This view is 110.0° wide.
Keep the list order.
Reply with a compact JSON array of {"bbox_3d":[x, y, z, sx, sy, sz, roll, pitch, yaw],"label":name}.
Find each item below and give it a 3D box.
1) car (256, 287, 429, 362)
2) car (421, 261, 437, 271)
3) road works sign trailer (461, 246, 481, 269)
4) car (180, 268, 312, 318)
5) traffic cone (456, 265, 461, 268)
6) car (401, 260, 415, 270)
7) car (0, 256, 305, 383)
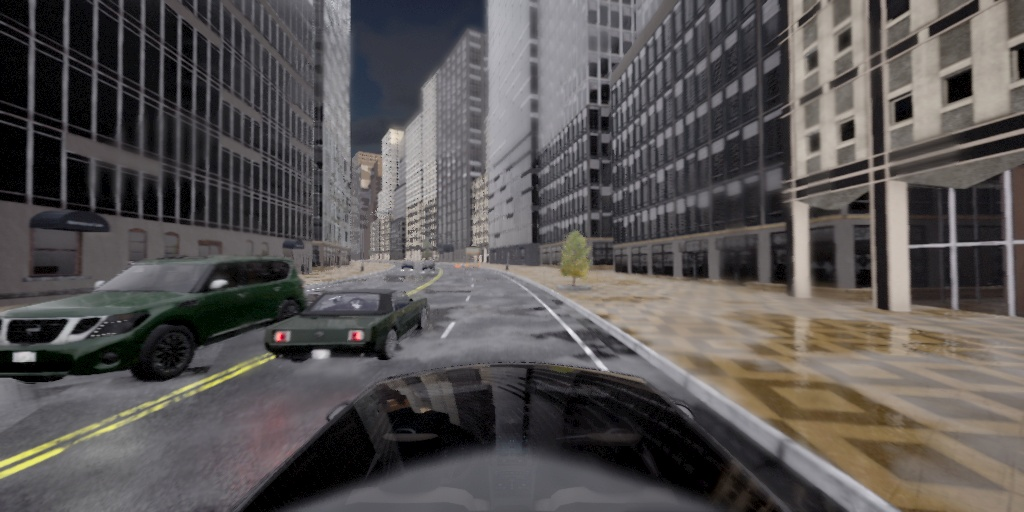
[{"bbox_3d":[-3.259,1.373,8.259,1.895,1.301,4.718,0,0,-1],"label":"car"},{"bbox_3d":[-11.525,1.360,49.963,2.033,1.411,5.357,0,0,-11],"label":"car"},{"bbox_3d":[-6.263,0.266,56.870,2.380,3.560,2.880,0,0,-14],"label":"road works sign trailer"},{"bbox_3d":[-10.222,1.319,14.382,1.837,1.490,4.892,0,0,-3],"label":"car"},{"bbox_3d":[-9.335,1.771,63.308,0.340,0.580,0.340,0,0,-14],"label":"traffic cone"},{"bbox_3d":[-16.207,1.375,56.097,2.033,1.411,5.357,0,0,-13],"label":"car"},{"bbox_3d":[-6.688,1.017,7.621,2.150,2.045,5.566,0,0,-2],"label":"car"}]
